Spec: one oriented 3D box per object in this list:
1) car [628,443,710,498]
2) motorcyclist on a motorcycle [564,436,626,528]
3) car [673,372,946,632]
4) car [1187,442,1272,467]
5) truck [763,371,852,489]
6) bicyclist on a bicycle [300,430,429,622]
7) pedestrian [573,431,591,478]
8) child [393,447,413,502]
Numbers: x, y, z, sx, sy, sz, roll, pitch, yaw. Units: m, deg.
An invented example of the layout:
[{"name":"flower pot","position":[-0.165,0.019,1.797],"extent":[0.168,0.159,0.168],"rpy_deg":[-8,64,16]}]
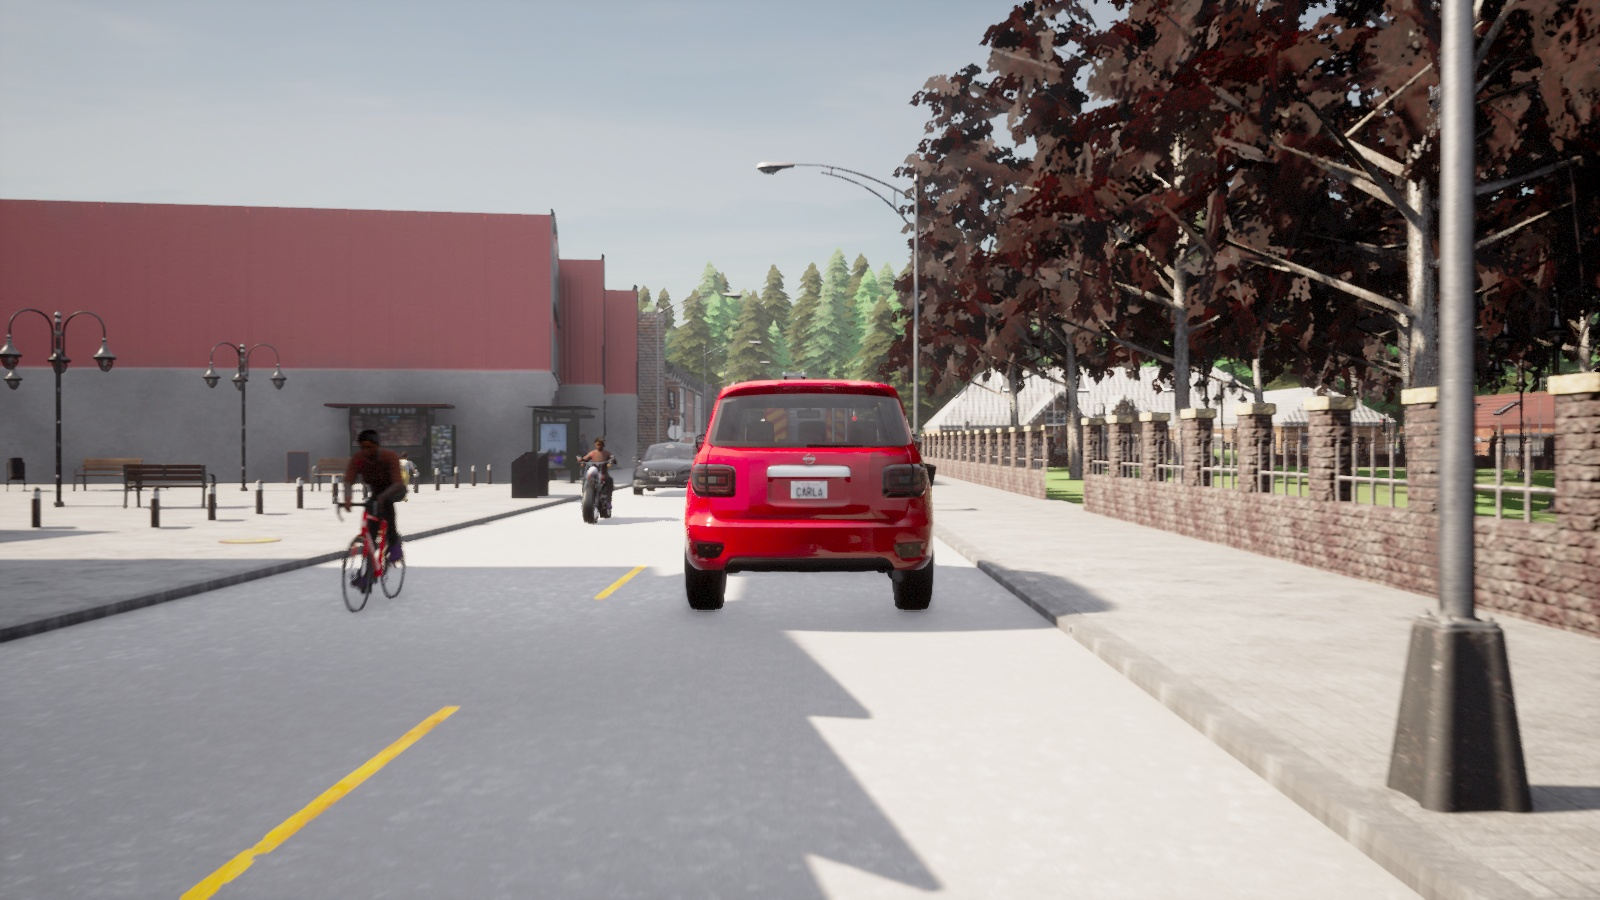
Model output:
[{"name":"car","position":[-3.752,0.542,36.674],"extent":[1.837,1.490,4.892],"rpy_deg":[0,0,0]},{"name":"motorcyclist on a motorcycle","position":[-3.843,0.560,23.711],"extent":[0.766,1.649,2.350],"rpy_deg":[0,0,0]},{"name":"car","position":[0.088,0.394,12.697],"extent":[2.150,2.045,5.566],"rpy_deg":[0,0,0]},{"name":"car","position":[26.370,0.280,77.181],"extent":[4.514,1.525,2.007],"rpy_deg":[0,0,-1]},{"name":"truck","position":[0.303,-0.671,44.929],"extent":[2.891,3.827,8.468],"rpy_deg":[0,0,1]},{"name":"bicyclist on a bicycle","position":[-3.920,0.632,11.431],"extent":[0.582,1.620,1.656],"rpy_deg":[0,1,0]},{"name":"pedestrian","position":[-8.657,0.168,49.863],"extent":[0.540,1.848,0.694],"rpy_deg":[0,0,8]},{"name":"child","position":[-9.251,0.564,29.252],"extent":[0.270,1.263,0.437],"rpy_deg":[0,0,11]}]
